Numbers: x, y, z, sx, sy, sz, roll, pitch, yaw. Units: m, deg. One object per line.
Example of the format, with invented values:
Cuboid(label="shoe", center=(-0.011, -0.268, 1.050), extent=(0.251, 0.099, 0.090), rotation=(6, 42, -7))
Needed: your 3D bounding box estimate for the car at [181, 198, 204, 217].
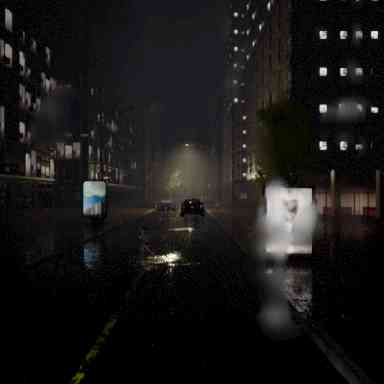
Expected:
Cuboid(label="car", center=(0.037, 1.385, 32.238), extent=(2.097, 1.767, 4.553), rotation=(0, 0, 0))

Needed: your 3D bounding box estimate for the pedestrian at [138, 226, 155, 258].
Cuboid(label="pedestrian", center=(-1.575, 1.679, 11.427), extent=(0.500, 1.100, 0.500), rotation=(0, 0, -2))

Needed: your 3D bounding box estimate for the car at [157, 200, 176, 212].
Cuboid(label="car", center=(-2.903, 1.606, 38.722), extent=(1.994, 1.385, 4.181), rotation=(0, 0, 0))

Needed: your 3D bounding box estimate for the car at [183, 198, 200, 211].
Cuboid(label="car", center=(-0.009, 1.595, 43.032), extent=(2.033, 1.411, 5.357), rotation=(0, 0, 0))

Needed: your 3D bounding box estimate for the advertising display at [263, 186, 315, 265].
Cuboid(label="advertising display", center=(2.997, 1.029, 10.345), extent=(1.540, 2.440, 0.280), rotation=(0, 0, 0))
